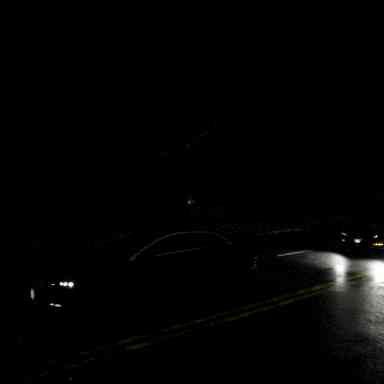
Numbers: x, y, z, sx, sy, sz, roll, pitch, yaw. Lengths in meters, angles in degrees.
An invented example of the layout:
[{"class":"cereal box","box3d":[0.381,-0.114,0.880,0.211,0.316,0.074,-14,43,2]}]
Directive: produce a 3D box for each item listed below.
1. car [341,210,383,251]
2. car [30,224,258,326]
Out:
[{"class":"car","box3d":[7.903,1.505,13.302,4.892,1.490,1.837,0,0,-35]},{"class":"car","box3d":[-0.738,1.492,7.146,4.902,1.511,2.128,0,0,-35]}]
